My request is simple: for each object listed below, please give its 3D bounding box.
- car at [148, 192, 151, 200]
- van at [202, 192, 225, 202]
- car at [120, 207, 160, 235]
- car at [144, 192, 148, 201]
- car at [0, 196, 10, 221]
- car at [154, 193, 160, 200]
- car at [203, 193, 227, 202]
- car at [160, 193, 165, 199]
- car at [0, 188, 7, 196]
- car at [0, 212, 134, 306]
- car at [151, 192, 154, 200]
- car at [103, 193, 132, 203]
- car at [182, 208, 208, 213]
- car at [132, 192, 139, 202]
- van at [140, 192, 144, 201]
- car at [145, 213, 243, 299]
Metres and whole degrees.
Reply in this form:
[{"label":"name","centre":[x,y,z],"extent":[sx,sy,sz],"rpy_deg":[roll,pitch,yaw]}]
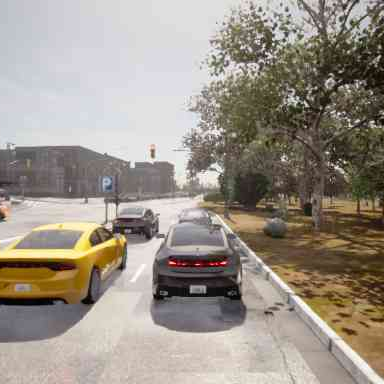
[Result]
[{"label":"car","centre":[-12.627,1.360,78.268],"extent":[4.674,1.452,2.002],"rpy_deg":[-1,0,-13]},{"label":"van","centre":[4.294,1.043,65.910],"extent":[4.442,1.987,1.878],"rpy_deg":[1,0,-14]},{"label":"car","centre":[-2.848,1.529,17.444],"extent":[1.837,1.490,4.892],"rpy_deg":[0,0,1]},{"label":"car","centre":[-13.000,1.322,75.273],"extent":[4.892,1.521,2.231],"rpy_deg":[-1,0,-14]},{"label":"car","centre":[-16.623,1.404,25.512],"extent":[4.553,1.767,2.185],"rpy_deg":[-1,0,-19]},{"label":"car","centre":[-11.438,1.358,87.252],"extent":[4.674,1.452,2.002],"rpy_deg":[-1,0,-12]},{"label":"car","centre":[4.678,1.142,68.879],"extent":[4.553,1.767,2.185],"rpy_deg":[1,0,-14]},{"label":"car","centre":[-10.987,1.066,90.258],"extent":[5.566,2.045,2.435],"rpy_deg":[-1,0,-12]},{"label":"car","centre":[-31.156,0.138,54.189],"extent":[2.002,1.452,4.674],"rpy_deg":[6,-3,-19]},{"label":"car","centre":[-2.891,1.487,8.152],"extent":[1.882,1.535,5.008],"rpy_deg":[0,0,0]},{"label":"car","centre":[-12.254,1.360,81.270],"extent":[4.674,1.452,2.002],"rpy_deg":[-1,0,-13]},{"label":"car","centre":[-14.434,1.359,63.318],"extent":[4.792,1.488,2.163],"rpy_deg":[-1,0,-15]},{"label":"car","centre":[0.159,1.572,18.136],"extent":[2.033,1.411,5.357],"rpy_deg":[0,0,1]},{"label":"car","centre":[-13.788,1.316,66.310],"extent":[5.366,1.575,1.946],"rpy_deg":[-1,0,-15]},{"label":"van","centre":[-13.228,1.094,72.302],"extent":[4.442,1.987,1.878],"rpy_deg":[-1,0,-14]},{"label":"car","centre":[0.110,1.514,8.434],"extent":[1.837,1.490,4.892],"rpy_deg":[0,0,0]}]
